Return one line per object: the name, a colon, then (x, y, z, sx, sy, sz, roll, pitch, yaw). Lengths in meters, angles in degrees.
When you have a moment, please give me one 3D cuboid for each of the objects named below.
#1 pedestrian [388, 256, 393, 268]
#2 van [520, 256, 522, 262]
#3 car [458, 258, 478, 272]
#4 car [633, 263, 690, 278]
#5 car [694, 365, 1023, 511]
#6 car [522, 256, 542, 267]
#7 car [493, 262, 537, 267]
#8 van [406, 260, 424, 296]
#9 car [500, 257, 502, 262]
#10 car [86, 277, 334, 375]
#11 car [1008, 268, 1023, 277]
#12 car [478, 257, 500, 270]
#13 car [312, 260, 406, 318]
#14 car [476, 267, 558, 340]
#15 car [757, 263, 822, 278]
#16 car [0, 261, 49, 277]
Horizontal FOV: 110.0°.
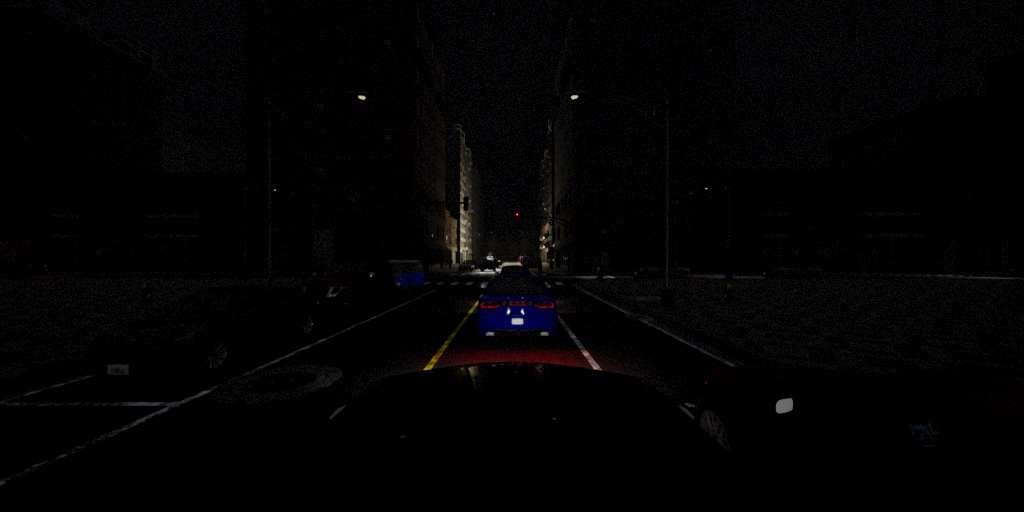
pedestrian: (-12.476, 0.845, 36.767, 0.375, 1.860, 0.375, 0, 0, 1)
van: (2.798, 0.982, 62.729, 1.690, 1.789, 3.998, 0, 0, 0)
car: (-5.764, 1.212, 45.634, 1.751, 1.417, 4.829, 0, 0, 0)
car: (13.771, 1.308, 33.266, 4.718, 1.301, 1.895, 0, 0, 1)
car: (2.668, 1.295, 1.822, 1.888, 1.381, 4.507, 0, 0, 0)
car: (2.763, 1.001, 45.759, 2.192, 1.841, 5.009, 0, 0, 0)
car: (0.134, 1.252, 19.224, 1.837, 1.490, 4.892, 0, 0, 0)
van: (-5.821, 1.088, 18.786, 1.690, 1.789, 3.998, 0, 0, 0)
car: (-2.965, 1.260, 56.085, 1.895, 1.301, 4.718, 0, 0, 0)
car: (-5.845, 1.316, 7.505, 1.948, 1.339, 4.313, 0, 0, 0)
car: (48.536, 1.341, 32.576, 4.718, 1.301, 1.895, 0, 0, 1)
car: (-3.002, 1.233, 46.172, 2.033, 1.411, 5.357, 0, 0, 0)
car: (-5.833, 1.064, 13.145, 2.192, 1.841, 5.009, 0, 0, 0)
car: (0.118, 1.227, 10.022, 1.882, 1.535, 5.008, 0, 0, 0)
car: (25.530, 1.314, 33.069, 4.718, 1.301, 1.895, 0, 0, 1)
car: (-47.484, 1.184, 34.291, 4.902, 1.511, 2.128, 0, 0, 1)
